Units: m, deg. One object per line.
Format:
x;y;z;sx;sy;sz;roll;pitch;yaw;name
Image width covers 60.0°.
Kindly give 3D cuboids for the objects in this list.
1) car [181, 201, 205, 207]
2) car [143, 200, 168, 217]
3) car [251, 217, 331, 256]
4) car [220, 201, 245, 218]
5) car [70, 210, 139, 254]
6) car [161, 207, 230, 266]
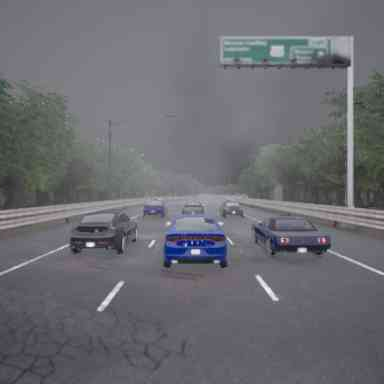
0.098;1.539;29.759;2.128;1.511;4.902;0;0;0;car
-3.399;1.531;31.375;1.882;1.535;5.008;0;0;0;car
3.599;1.609;13.064;1.895;1.301;4.718;0;0;0;car
3.600;1.577;30.824;1.812;1.442;4.674;0;0;0;car
-3.403;1.514;13.562;1.837;1.490;4.892;0;0;0;car
0.098;1.484;11.535;1.882;1.535;5.008;0;0;0;car
